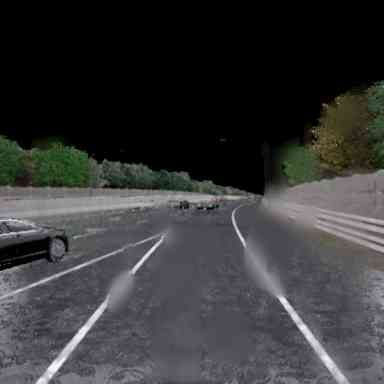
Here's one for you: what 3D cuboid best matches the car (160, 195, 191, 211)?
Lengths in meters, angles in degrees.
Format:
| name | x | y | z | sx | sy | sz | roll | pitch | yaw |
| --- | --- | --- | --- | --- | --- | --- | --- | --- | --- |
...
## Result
| name | x | y | z | sx | sy | sz | roll | pitch | yaw |
| --- | --- | --- | --- | --- | --- | --- | --- | --- | --- |
| car | -1.514 | 1.359 | 37.807 | 2.128 | 1.511 | 4.902 | 0 | 0 | 14 |

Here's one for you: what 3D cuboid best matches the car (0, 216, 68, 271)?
| name | x | y | z | sx | sy | sz | roll | pitch | yaw |
| --- | --- | --- | --- | --- | --- | --- | --- | --- | --- |
| car | -5.201 | 1.369 | 8.592 | 2.128 | 1.511 | 4.902 | 0 | 1 | 14 |

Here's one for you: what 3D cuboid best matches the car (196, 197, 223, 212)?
| name | x | y | z | sx | sy | sz | roll | pitch | yaw |
| --- | --- | --- | --- | --- | --- | --- | --- | --- | --- |
| car | 1.889 | 1.477 | 36.979 | 1.895 | 1.301 | 4.718 | 0 | 0 | 14 |

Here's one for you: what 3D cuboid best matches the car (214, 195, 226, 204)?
| name | x | y | z | sx | sy | sz | roll | pitch | yaw |
| --- | --- | --- | --- | --- | --- | --- | --- | --- | --- |
| car | 5.552 | 1.406 | 66.117 | 2.097 | 1.767 | 4.553 | 0 | 0 | 14 |

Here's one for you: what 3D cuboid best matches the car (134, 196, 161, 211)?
| name | x | y | z | sx | sy | sz | roll | pitch | yaw |
| --- | --- | --- | --- | --- | --- | --- | --- | --- | --- |
| car | -4.906 | 1.471 | 38.675 | 1.895 | 1.301 | 4.718 | 0 | 0 | 14 |

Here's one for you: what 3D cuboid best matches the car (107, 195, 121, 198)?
| name | x | y | z | sx | sy | sz | roll | pitch | yaw |
| --- | --- | --- | --- | --- | --- | --- | --- | --- | --- |
| car | -15.945 | 1.346 | 66.716 | 2.097 | 1.767 | 4.553 | 0 | 0 | 14 |

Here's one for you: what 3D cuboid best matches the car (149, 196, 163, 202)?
| name | x | y | z | sx | sy | sz | roll | pitch | yaw |
| --- | --- | --- | --- | --- | --- | --- | --- | --- | --- |
| car | -8.731 | 1.688 | 81.170 | 1.895 | 1.301 | 4.718 | 0 | 0 | 14 |

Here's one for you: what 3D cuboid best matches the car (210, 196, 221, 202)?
| name | x | y | z | sx | sy | sz | roll | pitch | yaw |
| --- | --- | --- | --- | --- | --- | --- | --- | --- | --- |
| car | 5.806 | 1.734 | 81.606 | 1.895 | 1.301 | 4.718 | 0 | 0 | 14 |
